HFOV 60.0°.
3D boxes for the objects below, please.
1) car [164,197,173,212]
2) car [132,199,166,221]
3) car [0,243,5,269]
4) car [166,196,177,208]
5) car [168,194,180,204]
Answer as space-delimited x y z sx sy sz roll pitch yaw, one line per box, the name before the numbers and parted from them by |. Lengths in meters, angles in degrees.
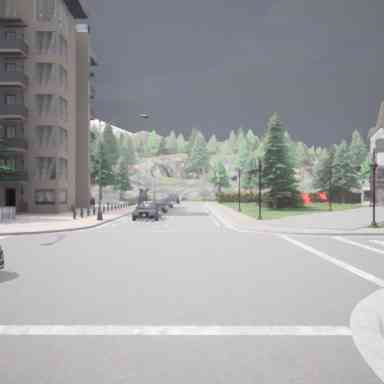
car | -3.582 1.545 36.322 2.033 1.411 5.357 0 0 0
car | -3.572 1.562 26.992 1.994 1.385 4.181 0 0 1
car | -7.328 1.493 9.112 4.902 1.511 2.128 0 -1 24
car | -3.567 1.597 46.332 1.895 1.301 4.718 0 0 0
car | -3.475 1.323 61.855 2.150 2.045 5.566 0 0 0
